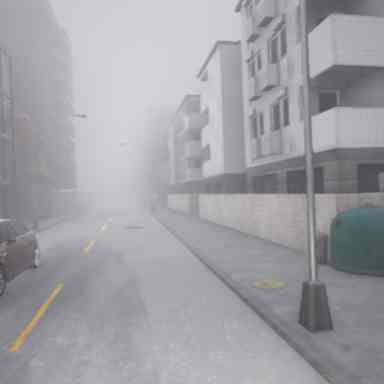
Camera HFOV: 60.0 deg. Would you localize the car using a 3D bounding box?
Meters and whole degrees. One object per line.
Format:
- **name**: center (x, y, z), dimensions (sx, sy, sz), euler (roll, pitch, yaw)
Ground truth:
- **car**: center (-5.616, 1.562, 8.731), dimensions (2.097, 1.767, 4.553), euler (-2, 0, -11)
